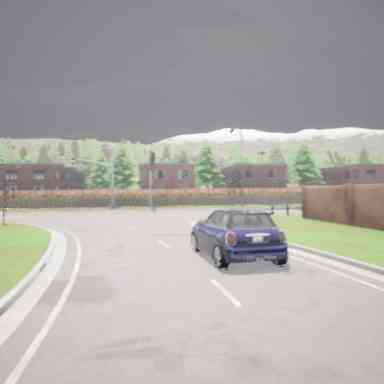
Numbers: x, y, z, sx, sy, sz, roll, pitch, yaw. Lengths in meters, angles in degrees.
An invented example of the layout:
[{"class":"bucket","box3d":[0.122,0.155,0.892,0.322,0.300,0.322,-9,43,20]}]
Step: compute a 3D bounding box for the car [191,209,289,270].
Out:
[{"class":"car","box3d":[1.383,1.347,11.373,2.097,1.767,4.553,-1,0,-13]}]
